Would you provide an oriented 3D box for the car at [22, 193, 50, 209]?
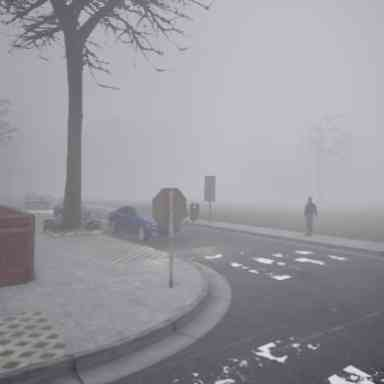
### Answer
[{"bbox_3d":[-16.851,1.089,36.128,1.895,1.301,4.718,0,1,-36],"label":"car"}]

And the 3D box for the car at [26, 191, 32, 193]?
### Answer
[{"bbox_3d":[-26.138,0.690,53.871,1.837,1.490,4.892,0,1,-36],"label":"car"}]

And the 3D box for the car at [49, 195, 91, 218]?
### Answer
[{"bbox_3d":[-9.402,1.213,25.858,1.812,1.442,4.674,0,1,-36],"label":"car"}]

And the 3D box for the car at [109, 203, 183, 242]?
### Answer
[{"bbox_3d":[-2.373,1.351,16.182,1.882,1.535,5.008,0,1,-36],"label":"car"}]

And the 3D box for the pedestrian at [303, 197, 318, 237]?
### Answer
[{"bbox_3d":[5.436,1.123,15.414,0.375,1.860,0.375,1,-1,-36],"label":"pedestrian"}]
